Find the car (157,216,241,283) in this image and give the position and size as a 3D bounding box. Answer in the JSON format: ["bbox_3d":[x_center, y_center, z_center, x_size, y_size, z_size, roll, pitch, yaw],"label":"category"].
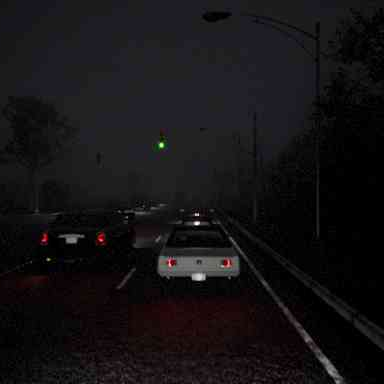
[{"bbox_3d":[0.174,1.609,9.639,1.895,1.301,4.718,0,0,1],"label":"car"}]

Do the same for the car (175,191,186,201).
[{"bbox_3d":[-2.519,0.798,70.946,2.150,2.045,5.566,0,3,1],"label":"car"}]

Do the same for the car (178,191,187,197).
[{"bbox_3d":[-2.358,0.479,81.382,1.895,1.301,4.718,0,3,1],"label":"car"}]

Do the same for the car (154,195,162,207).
[{"bbox_3d":[-6.399,1.521,52.065,1.882,1.535,5.008,0,0,1],"label":"car"}]

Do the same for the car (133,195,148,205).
[{"bbox_3d":[-9.662,1.422,62.481,1.882,1.535,5.008,0,2,1],"label":"car"}]

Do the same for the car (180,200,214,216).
[{"bbox_3d":[0.320,1.524,21.385,1.837,1.490,4.892,0,0,1],"label":"car"}]

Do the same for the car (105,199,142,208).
[{"bbox_3d":[-6.066,1.511,23.948,2.128,1.511,4.902,1,-1,-44],"label":"car"}]

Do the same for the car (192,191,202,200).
[{"bbox_3d":[0.980,1.100,70.877,2.128,1.511,4.902,0,3,1],"label":"car"}]

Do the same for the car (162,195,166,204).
[{"bbox_3d":[-6.177,1.304,62.171,2.097,1.767,4.553,0,2,1],"label":"car"}]

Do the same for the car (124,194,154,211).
[{"bbox_3d":[-6.571,1.256,41.988,2.150,2.045,5.566,0,0,1],"label":"car"}]

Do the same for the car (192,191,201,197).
[{"bbox_3d":[1.141,0.439,81.296,1.994,1.385,4.181,0,3,1],"label":"car"}]

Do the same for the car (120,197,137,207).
[{"bbox_3d":[-9.893,1.569,52.109,1.812,1.442,4.674,0,0,1],"label":"car"}]

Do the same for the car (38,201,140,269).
[{"bbox_3d":[-3.306,1.361,11.316,2.097,1.767,4.553,0,0,1],"label":"car"}]

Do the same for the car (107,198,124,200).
[{"bbox_3d":[-10.063,1.526,41.886,2.128,1.511,4.902,0,0,1],"label":"car"}]
